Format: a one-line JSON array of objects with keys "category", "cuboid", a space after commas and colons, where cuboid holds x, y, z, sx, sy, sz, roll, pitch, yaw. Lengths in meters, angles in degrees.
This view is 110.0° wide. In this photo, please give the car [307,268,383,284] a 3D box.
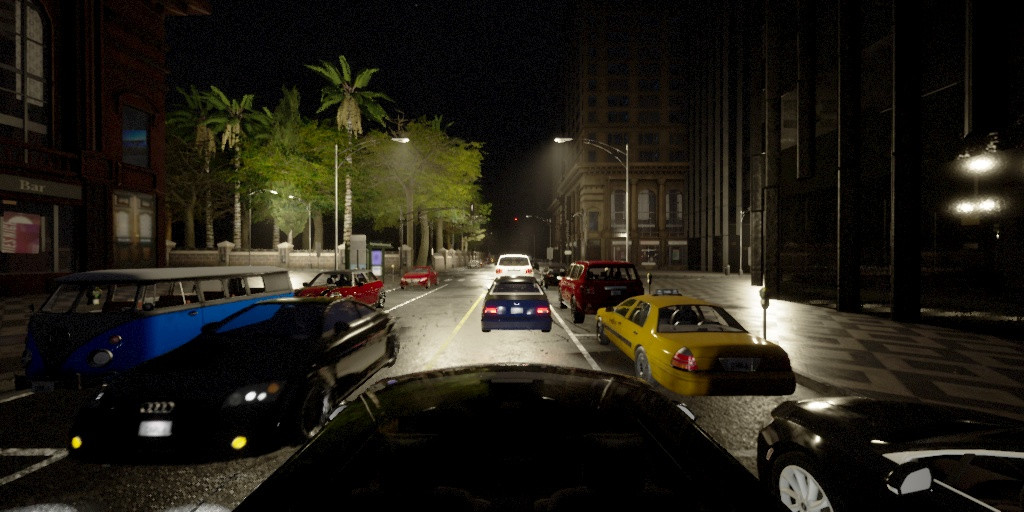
[{"category": "car", "cuboid": [-5.761, 1.185, 11.926, 1.967, 1.591, 4.097, 0, 0, 0]}]

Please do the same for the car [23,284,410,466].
[{"category": "car", "cuboid": [-3.095, 1.313, 5.105, 1.994, 1.385, 4.181, 0, 0, 0]}]

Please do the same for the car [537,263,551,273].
[{"category": "car", "cuboid": [2.767, 1.304, 22.759, 1.948, 1.339, 4.313, 0, 0, 0]}]

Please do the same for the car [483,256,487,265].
[{"category": "car", "cuboid": [-5.750, 1.141, 60.058, 1.967, 1.591, 4.097, 0, 0, 0]}]

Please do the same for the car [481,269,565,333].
[{"category": "car", "cuboid": [0.104, 1.293, 10.728, 2.033, 1.411, 5.357, 0, 0, 0]}]

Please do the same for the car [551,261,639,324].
[{"category": "car", "cuboid": [2.764, 1.060, 11.908, 2.192, 1.841, 5.009, 0, 0, 0]}]

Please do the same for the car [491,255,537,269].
[{"category": "car", "cuboid": [0.105, 0.962, 21.299, 2.150, 2.045, 5.566, 0, 0, 0]}]

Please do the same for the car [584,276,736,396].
[{"category": "car", "cuboid": [2.763, 1.273, 6.653, 1.751, 1.417, 4.829, 0, 0, 0]}]

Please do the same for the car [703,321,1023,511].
[{"category": "car", "cuboid": [2.762, 1.301, 1.057, 2.007, 1.370, 4.403, 0, 0, 0]}]

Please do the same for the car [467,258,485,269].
[{"category": "car", "cuboid": [-5.752, 1.258, 54.638, 2.007, 1.370, 4.403, 0, 0, 0]}]

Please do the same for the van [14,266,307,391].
[{"category": "van", "cuboid": [-5.762, 1.089, 6.499, 1.690, 1.789, 3.998, 0, 0, 0]}]

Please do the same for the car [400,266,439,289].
[{"category": "car", "cuboid": [-5.759, 1.320, 22.778, 1.802, 1.307, 4.207, 0, 0, 0]}]
